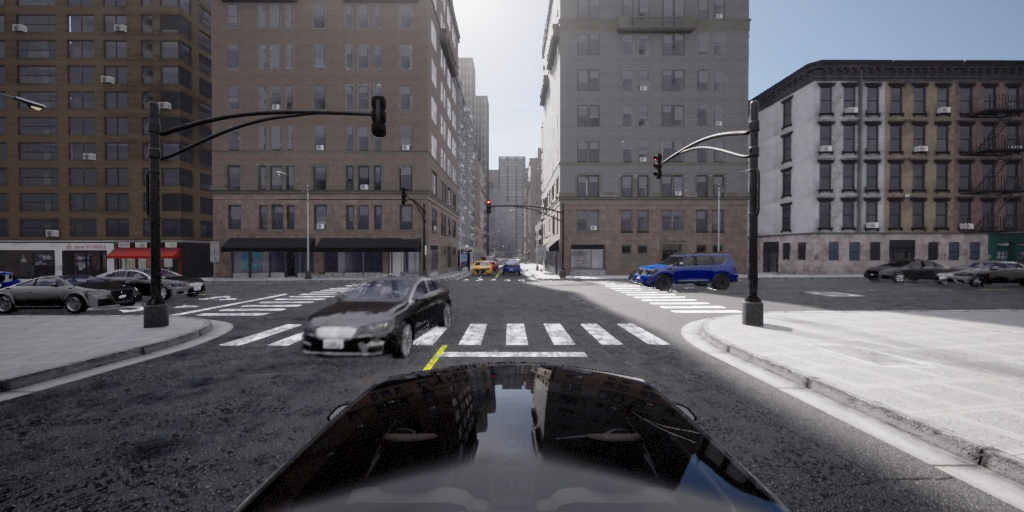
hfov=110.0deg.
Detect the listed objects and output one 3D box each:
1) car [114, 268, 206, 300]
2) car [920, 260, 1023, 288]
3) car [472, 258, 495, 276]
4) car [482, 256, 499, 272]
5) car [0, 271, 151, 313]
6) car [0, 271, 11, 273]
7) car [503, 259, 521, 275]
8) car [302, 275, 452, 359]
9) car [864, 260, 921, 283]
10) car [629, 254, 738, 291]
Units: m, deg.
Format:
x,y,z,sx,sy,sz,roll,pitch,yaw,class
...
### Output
x,y,z,sx,sy,sz,roll,pitch,yaw,class
-17.790,1.335,17.538,4.902,1.511,2.128,0,1,1,car
27.945,1.035,21.189,4.902,1.511,2.128,0,1,0,car
-3.100,1.234,37.548,1.882,1.535,5.008,0,0,0,car
-3.104,0.984,47.504,2.150,2.045,5.566,0,0,0,car
-17.522,1.441,14.279,4.181,1.385,1.994,0,1,0,car
-27.872,1.111,17.472,5.566,2.045,2.150,0,1,-1,car
-0.001,1.235,39.481,1.882,1.535,5.008,0,0,1,car
-2.812,1.240,8.577,2.128,1.511,4.902,0,0,6,car
26.961,1.022,24.438,4.892,1.490,1.837,0,1,0,car
10.107,0.885,20.948,5.566,2.045,2.150,0,1,-3,car
